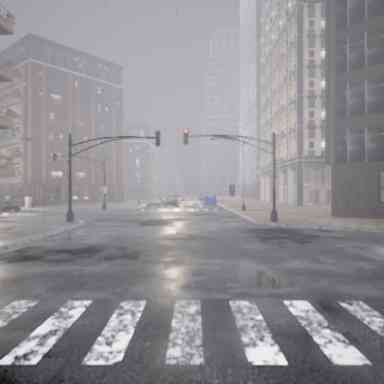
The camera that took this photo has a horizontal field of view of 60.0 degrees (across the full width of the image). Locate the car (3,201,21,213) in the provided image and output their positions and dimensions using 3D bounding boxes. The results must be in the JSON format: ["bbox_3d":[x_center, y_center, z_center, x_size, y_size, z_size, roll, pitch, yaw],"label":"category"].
[{"bbox_3d":[-21.156,1.637,37.595,4.718,1.301,1.895,0,0,41],"label":"car"}]

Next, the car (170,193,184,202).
[{"bbox_3d":[-2.823,1.187,58.394,2.097,1.767,4.553,0,0,0],"label":"car"}]

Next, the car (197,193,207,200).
[{"bbox_3d":[2.542,1.122,85.796,2.192,1.841,5.009,0,0,0],"label":"car"}]

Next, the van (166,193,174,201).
[{"bbox_3d":[-5.334,1.151,80.240,1.690,1.788,3.998,0,0,0],"label":"van"}]

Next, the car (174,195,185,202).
[{"bbox_3d":[-2.770,1.341,73.507,2.128,1.511,4.902,0,0,0],"label":"car"}]

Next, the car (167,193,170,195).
[{"bbox_3d":[-5.328,1.276,58.032,1.967,1.590,4.097,0,0,0],"label":"car"}]

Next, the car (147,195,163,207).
[{"bbox_3d":[-5.325,1.382,46.756,1.752,1.417,4.829,0,0,0],"label":"car"}]

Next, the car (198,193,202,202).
[{"bbox_3d":[2.548,1.366,69.138,1.887,1.381,4.507,0,0,0],"label":"car"}]

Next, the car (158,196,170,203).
[{"bbox_3d":[-5.330,1.394,63.584,1.947,1.339,4.313,0,0,0],"label":"car"}]

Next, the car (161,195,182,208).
[{"bbox_3d":[-2.842,1.459,46.062,1.895,1.301,4.718,0,0,0],"label":"car"}]

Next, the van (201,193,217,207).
[{"bbox_3d":[2.556,1.197,46.928,1.690,1.788,3.998,0,0,0],"label":"van"}]
